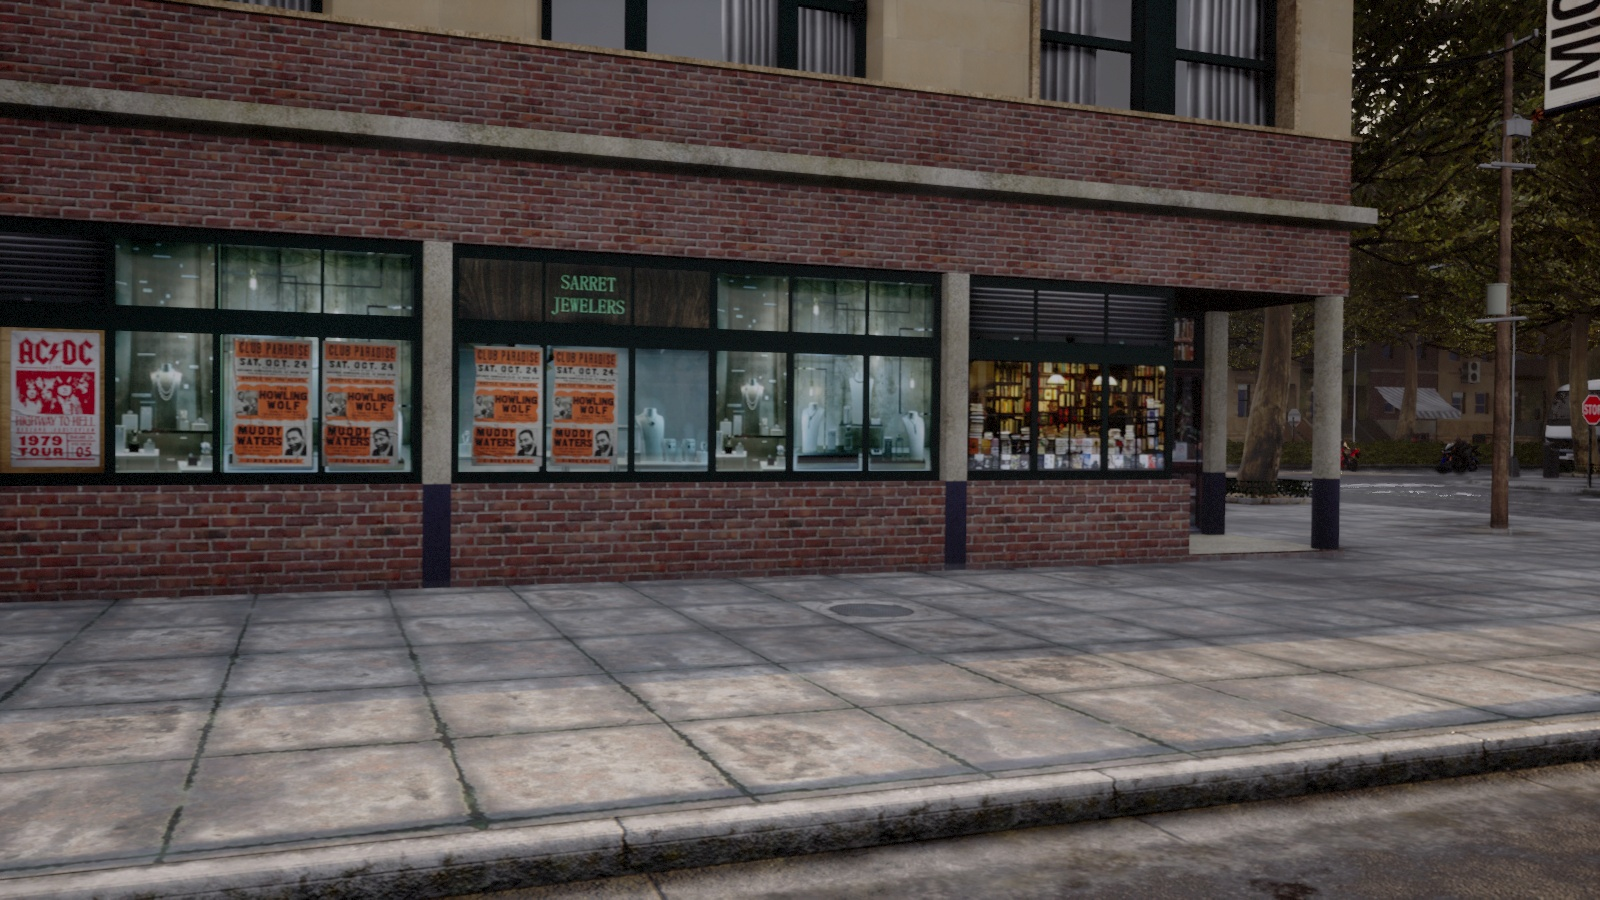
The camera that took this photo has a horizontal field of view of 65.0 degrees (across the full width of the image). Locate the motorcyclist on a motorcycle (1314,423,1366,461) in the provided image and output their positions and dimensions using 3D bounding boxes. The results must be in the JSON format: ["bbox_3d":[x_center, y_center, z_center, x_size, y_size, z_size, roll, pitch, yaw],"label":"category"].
[{"bbox_3d":[22.549,-0.349,52.445,2.044,1.523,0.797,-1,1,-22],"label":"motorcyclist on a motorcycle"}]

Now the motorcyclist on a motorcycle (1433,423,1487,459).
[{"bbox_3d":[28.828,-0.408,54.864,2.191,1.530,0.866,-1,1,-21],"label":"motorcyclist on a motorcycle"}]

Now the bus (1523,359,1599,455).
[{"bbox_3d":[39.379,-2.008,58.871,10.273,4.253,3.944,-1,1,-21],"label":"bus"}]
